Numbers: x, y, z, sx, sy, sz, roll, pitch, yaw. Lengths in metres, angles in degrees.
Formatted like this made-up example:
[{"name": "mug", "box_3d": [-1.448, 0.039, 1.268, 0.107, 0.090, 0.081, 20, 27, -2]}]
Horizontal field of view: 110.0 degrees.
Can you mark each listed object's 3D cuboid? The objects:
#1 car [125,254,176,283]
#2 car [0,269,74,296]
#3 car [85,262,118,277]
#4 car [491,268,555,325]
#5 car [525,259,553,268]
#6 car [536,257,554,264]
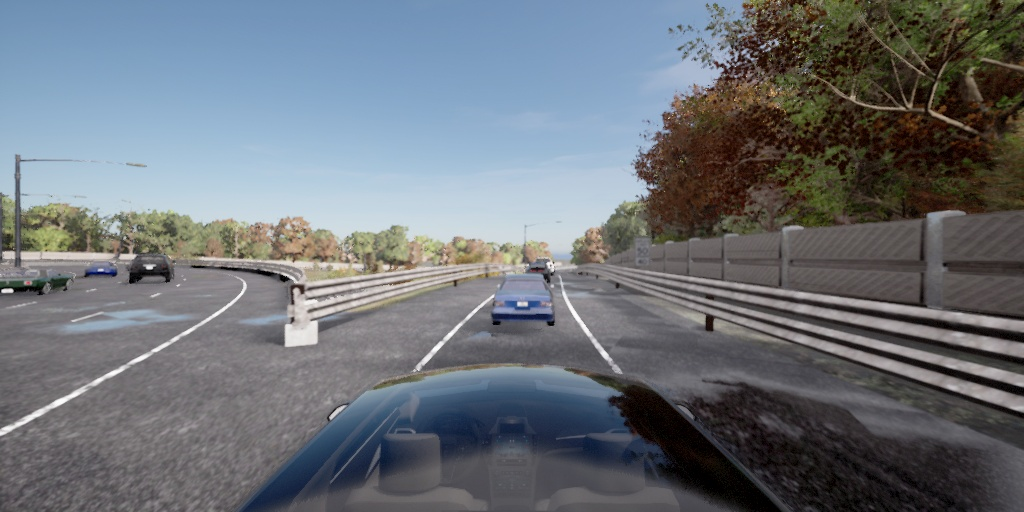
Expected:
[{"name": "car", "box_3d": [-27.285, 0.907, 27.275, 2.150, 2.045, 5.566, 0, 0, -41]}, {"name": "car", "box_3d": [-24.495, 1.306, 18.251, 1.895, 1.301, 4.718, 0, 0, -37]}, {"name": "car", "box_3d": [-38.963, 1.230, 34.033, 4.181, 1.385, 1.994, 0, 0, 42]}, {"name": "car", "box_3d": [0.424, 1.278, 11.736, 2.033, 1.411, 5.357, 0, 0, 4]}, {"name": "car", "box_3d": [2.060, 1.237, 27.865, 1.837, 1.490, 4.892, 0, 0, 7]}, {"name": "car", "box_3d": [3.592, 1.214, 40.657, 2.150, 2.045, 5.566, 0, -2, 7]}]
